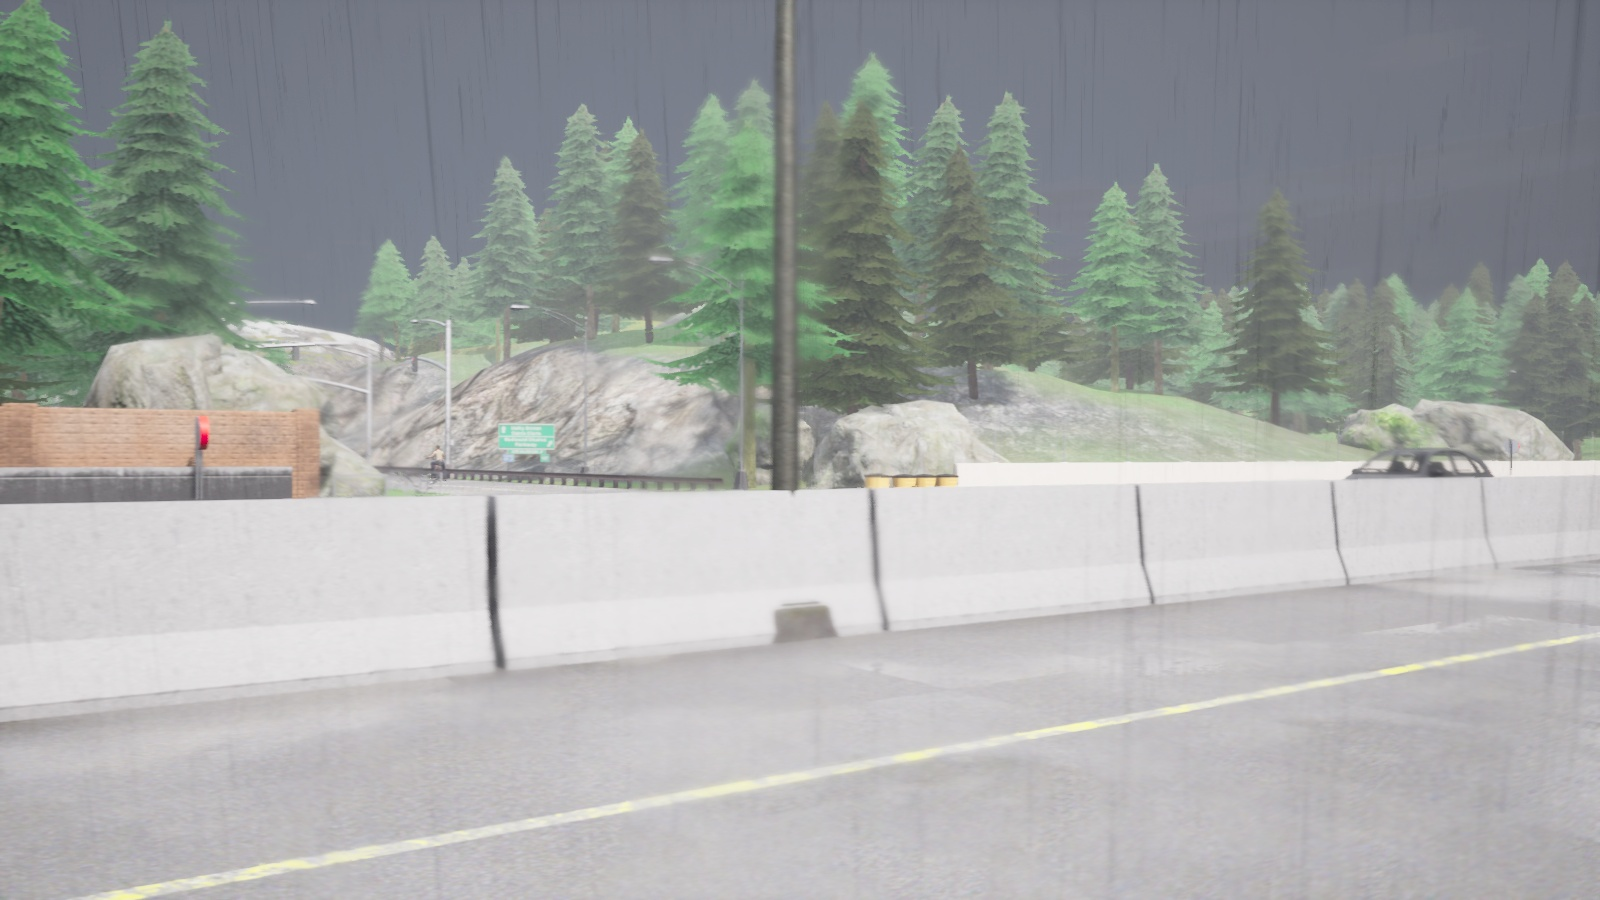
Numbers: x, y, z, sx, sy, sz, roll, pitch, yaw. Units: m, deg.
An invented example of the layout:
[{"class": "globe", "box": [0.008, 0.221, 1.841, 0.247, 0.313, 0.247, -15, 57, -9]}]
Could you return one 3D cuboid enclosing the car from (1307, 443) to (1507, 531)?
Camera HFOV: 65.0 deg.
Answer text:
[{"class": "car", "box": [12.030, 0.678, 24.826, 3.988, 1.617, 1.851, 0, 0, -35]}]
